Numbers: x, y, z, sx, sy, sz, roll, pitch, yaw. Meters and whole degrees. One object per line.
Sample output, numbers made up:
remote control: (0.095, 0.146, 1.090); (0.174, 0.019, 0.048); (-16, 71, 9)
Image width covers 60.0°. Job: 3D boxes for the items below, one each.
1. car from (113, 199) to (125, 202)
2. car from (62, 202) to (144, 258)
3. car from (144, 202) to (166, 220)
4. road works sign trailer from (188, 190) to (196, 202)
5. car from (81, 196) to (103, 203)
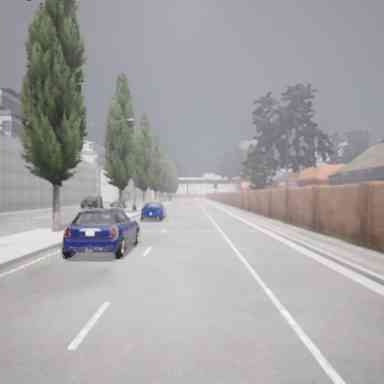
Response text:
car: (-11.554, 1.888, 52.299); (1.812, 1.442, 4.674); (0, 0, 0)
car: (-3.428, 1.444, 13.355); (2.097, 1.767, 4.553); (0, -1, 0)
car: (-3.416, 1.687, 30.232); (1.882, 1.535, 5.008); (0, 0, 0)
road works sign trailer: (0.015, 1.106, 92.713); (2.380, 3.560, 2.880); (0, 0, 0)
car: (-15.066, 1.569, 50.315); (2.150, 2.045, 5.566); (0, 0, 0)
